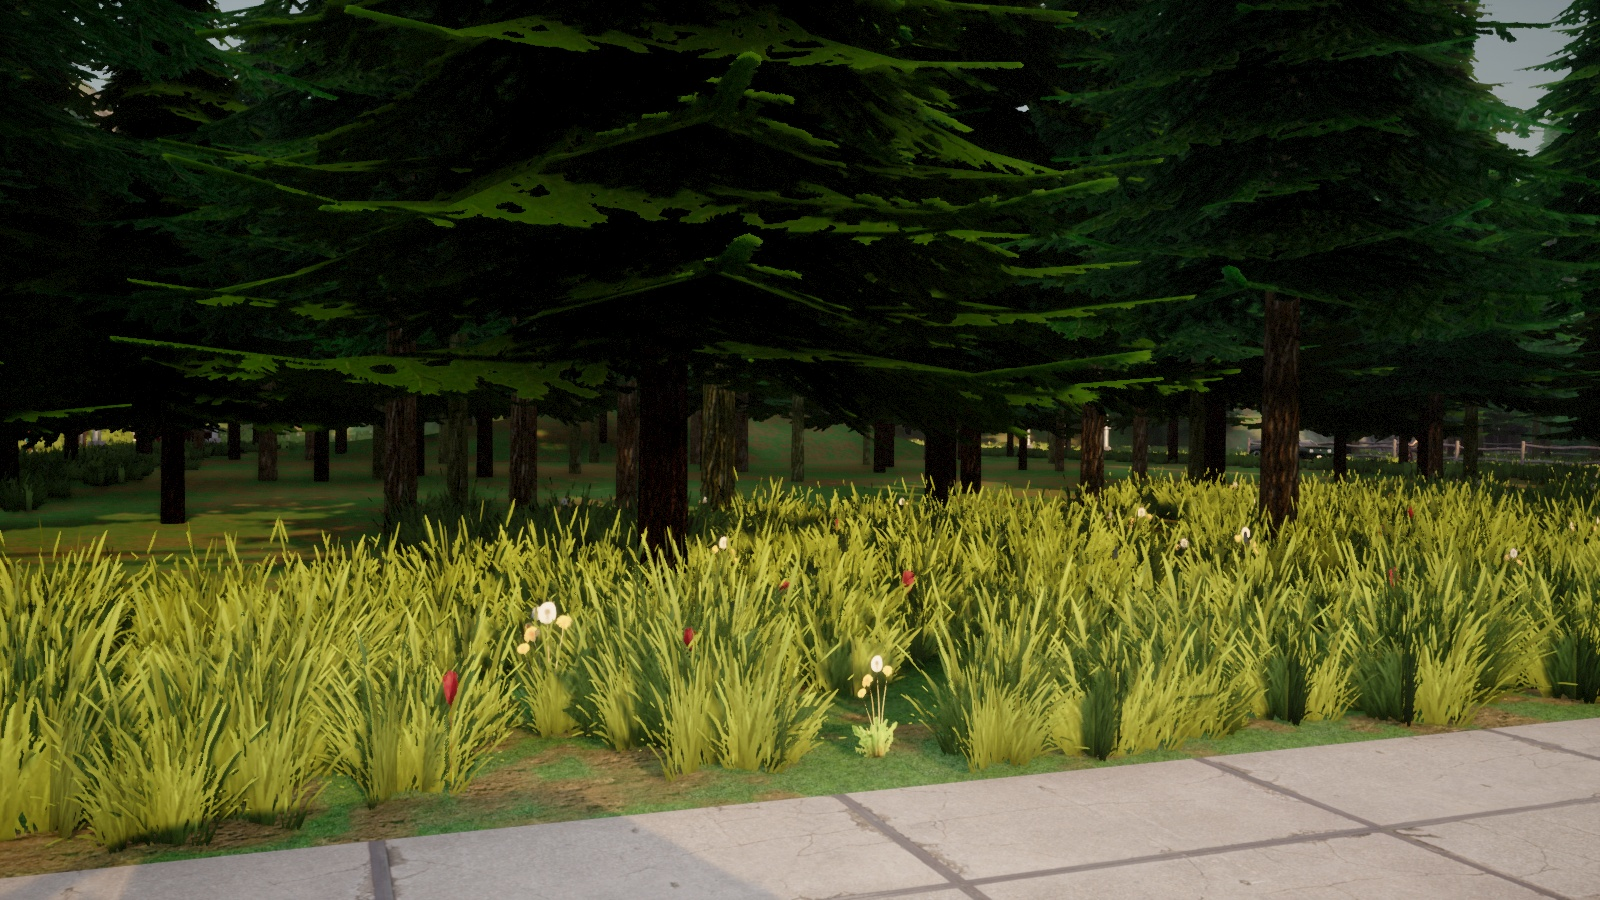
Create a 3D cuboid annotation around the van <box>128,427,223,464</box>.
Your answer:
[{"bbox_3d":[-36.106,-0.297,72.659,2.069,2.038,4.480,0,1,31],"label":"van"}]

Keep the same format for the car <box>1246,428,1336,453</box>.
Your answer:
[{"bbox_3d":[26.716,-0.531,68.480,1.895,1.301,4.718,-1,1,-20],"label":"car"}]
